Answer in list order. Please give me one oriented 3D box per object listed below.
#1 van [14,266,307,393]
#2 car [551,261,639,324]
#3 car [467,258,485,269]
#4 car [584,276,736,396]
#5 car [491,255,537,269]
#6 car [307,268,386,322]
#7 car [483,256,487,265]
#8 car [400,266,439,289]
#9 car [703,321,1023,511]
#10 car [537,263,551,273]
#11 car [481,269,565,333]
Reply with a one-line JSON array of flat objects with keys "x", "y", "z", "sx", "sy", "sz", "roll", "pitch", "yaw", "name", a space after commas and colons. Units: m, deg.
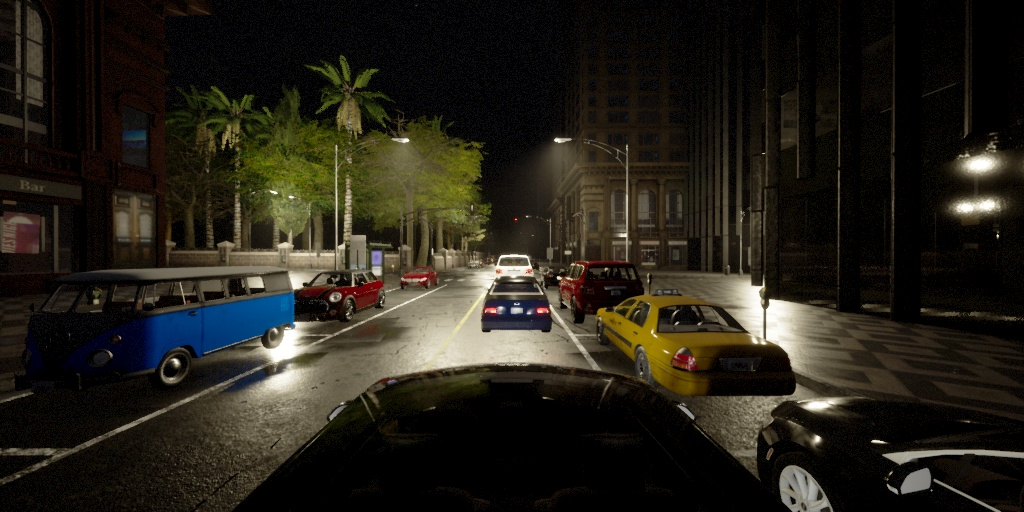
[{"x": -5.762, "y": 1.090, "z": 6.499, "sx": 1.690, "sy": 1.789, "sz": 3.998, "roll": 0, "pitch": 0, "yaw": 0, "name": "van"}, {"x": 2.764, "y": 1.062, "z": 11.908, "sx": 2.192, "sy": 1.841, "sz": 5.009, "roll": 0, "pitch": 0, "yaw": 0, "name": "car"}, {"x": -5.752, "y": 1.269, "z": 54.637, "sx": 2.007, "sy": 1.370, "sz": 4.403, "roll": 0, "pitch": 0, "yaw": 0, "name": "car"}, {"x": 2.763, "y": 1.274, "z": 6.652, "sx": 1.751, "sy": 1.417, "sz": 4.829, "roll": 0, "pitch": 0, "yaw": 0, "name": "car"}, {"x": 0.105, "y": 0.965, "z": 21.299, "sx": 2.150, "sy": 2.045, "sz": 5.566, "roll": 0, "pitch": 0, "yaw": 0, "name": "car"}, {"x": -5.761, "y": 1.187, "z": 11.925, "sx": 1.967, "sy": 1.591, "sz": 4.097, "roll": 0, "pitch": 0, "yaw": 0, "name": "car"}, {"x": -5.750, "y": 1.153, "z": 60.057, "sx": 1.967, "sy": 1.591, "sz": 4.097, "roll": 0, "pitch": 0, "yaw": 0, "name": "car"}, {"x": -5.759, "y": 1.324, "z": 22.778, "sx": 1.802, "sy": 1.307, "sz": 4.207, "roll": 0, "pitch": 0, "yaw": 0, "name": "car"}, {"x": 2.762, "y": 1.300, "z": 1.057, "sx": 2.007, "sy": 1.370, "sz": 4.403, "roll": 0, "pitch": 0, "yaw": 0, "name": "car"}, {"x": 2.767, "y": 1.308, "z": 22.758, "sx": 1.948, "sy": 1.339, "sz": 4.313, "roll": 0, "pitch": 0, "yaw": 0, "name": "car"}, {"x": 0.105, "y": 1.295, "z": 10.728, "sx": 2.033, "sy": 1.411, "sz": 5.357, "roll": 0, "pitch": 0, "yaw": 0, "name": "car"}]
